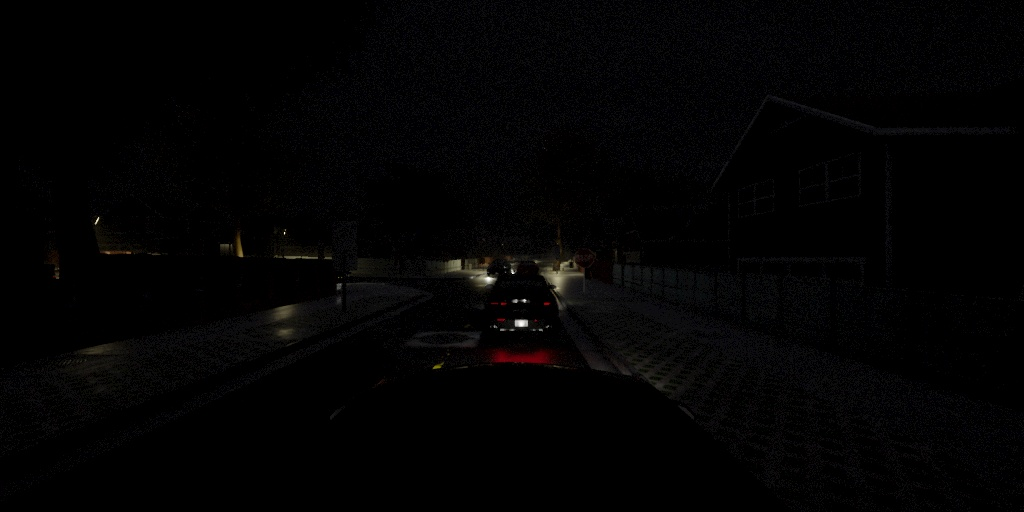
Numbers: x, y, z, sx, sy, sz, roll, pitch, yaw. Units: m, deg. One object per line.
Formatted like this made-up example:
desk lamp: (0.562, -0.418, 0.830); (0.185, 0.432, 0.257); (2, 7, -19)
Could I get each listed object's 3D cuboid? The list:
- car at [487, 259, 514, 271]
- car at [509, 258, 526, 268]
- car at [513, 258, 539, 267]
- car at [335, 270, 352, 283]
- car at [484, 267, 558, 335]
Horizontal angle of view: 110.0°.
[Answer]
car: (-1.269, 1.063, 36.485); (2.097, 1.767, 4.553); (0, 0, 5)
car: (0.929, 1.063, 56.478); (2.128, 1.511, 4.902); (0, 0, 8)
car: (1.490, 1.202, 33.279); (1.882, 1.535, 5.008); (0, 0, 5)
car: (-13.044, 1.011, 23.415); (4.892, 1.490, 1.837); (1, 0, 3)
car: (0.261, 1.257, 10.500); (1.837, 1.490, 4.892); (0, 0, 1)
